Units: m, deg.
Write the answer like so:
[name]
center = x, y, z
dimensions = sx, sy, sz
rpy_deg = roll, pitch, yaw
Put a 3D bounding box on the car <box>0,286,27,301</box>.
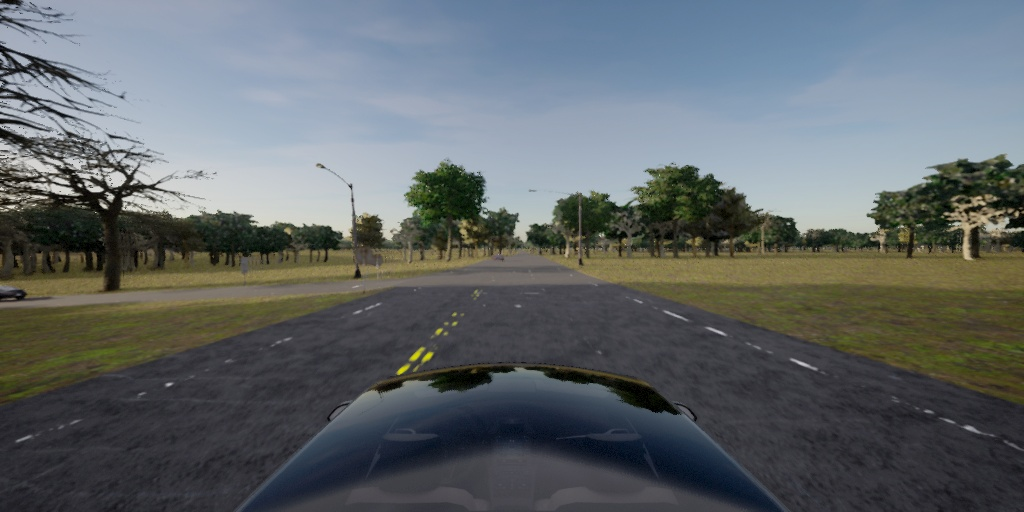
[car]
center = -49.278, 3.631, 34.195
dimensions = 4.674, 1.442, 1.812
rpy_deg = -3, 2, 1
